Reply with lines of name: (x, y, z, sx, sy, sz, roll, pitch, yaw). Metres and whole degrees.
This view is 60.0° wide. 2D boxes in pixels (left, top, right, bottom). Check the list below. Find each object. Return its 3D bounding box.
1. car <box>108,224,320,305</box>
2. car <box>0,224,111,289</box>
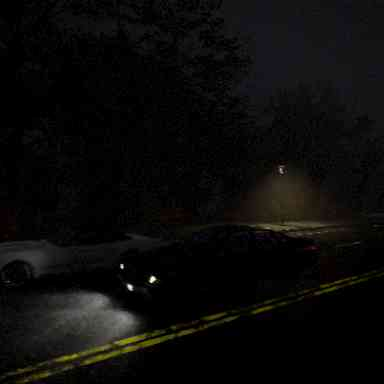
car: (0.926, 1.551, 8.284, 5.357, 1.411, 2.033, 0, 0, -35)
car: (-3.300, 1.602, 9.283, 4.718, 1.301, 1.895, 0, 0, -35)
